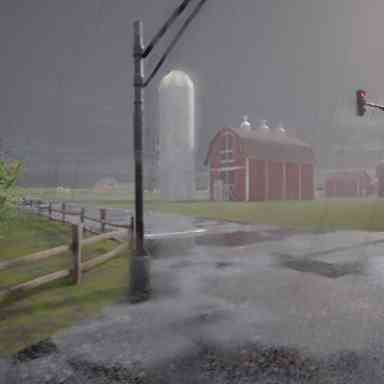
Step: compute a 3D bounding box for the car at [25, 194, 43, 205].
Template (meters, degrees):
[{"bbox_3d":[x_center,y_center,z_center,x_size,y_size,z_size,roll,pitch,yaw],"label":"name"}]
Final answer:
[{"bbox_3d":[-23.861,1.148,50.240,1.837,1.490,4.892,-1,1,-35],"label":"car"}]
